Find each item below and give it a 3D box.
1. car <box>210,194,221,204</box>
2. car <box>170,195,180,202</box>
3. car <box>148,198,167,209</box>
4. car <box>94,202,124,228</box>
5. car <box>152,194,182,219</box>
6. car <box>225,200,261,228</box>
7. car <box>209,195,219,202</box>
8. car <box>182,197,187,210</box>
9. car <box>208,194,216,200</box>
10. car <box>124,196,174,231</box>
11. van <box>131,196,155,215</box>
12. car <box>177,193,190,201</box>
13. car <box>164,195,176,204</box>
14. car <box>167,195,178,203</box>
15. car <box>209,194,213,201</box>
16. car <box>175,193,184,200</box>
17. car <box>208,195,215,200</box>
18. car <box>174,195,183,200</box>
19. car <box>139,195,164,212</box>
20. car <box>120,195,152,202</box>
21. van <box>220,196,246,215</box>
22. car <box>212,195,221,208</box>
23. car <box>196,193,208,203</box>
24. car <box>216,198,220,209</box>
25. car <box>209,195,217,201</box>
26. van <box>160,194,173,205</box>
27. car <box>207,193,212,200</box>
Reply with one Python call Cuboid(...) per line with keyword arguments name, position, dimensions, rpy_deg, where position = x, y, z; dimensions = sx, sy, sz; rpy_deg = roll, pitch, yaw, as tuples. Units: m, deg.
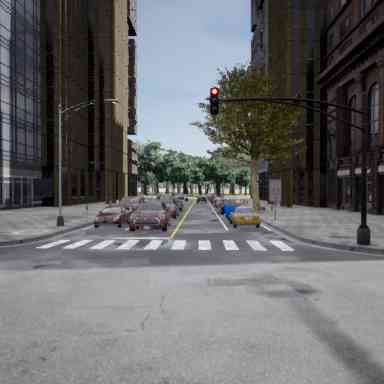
Cuboid(name="car", position=(4.157, 1.471, 50.092), dimensions=(1.887, 1.381, 4.507), rpy_deg=(-1, 0, 2))
Cuboid(name="car", position=(-3.751, 1.446, 73.026), dimensions=(1.802, 1.307, 4.206), rpy_deg=(0, 0, 2))
Cuboid(name="car", position=(-4.519, 1.491, 44.639), dimensions=(2.008, 1.369, 4.403), rpy_deg=(-1, 0, 2))
Cuboid(name="car", position=(-5.133, 1.565, 21.927), dimensions=(1.802, 1.307, 4.206), rpy_deg=(-1, 0, 2))
Cuboid(name="car", position=(-2.270, 1.324, 28.993), dimensions=(2.097, 1.767, 4.553), rpy_deg=(0, 0, 2))
Cuboid(name="car", position=(3.393, 1.508, 21.875), dimensions=(1.752, 1.417, 4.829), rpy_deg=(-1, 0, 2))
Cuboid(name="car", position=(4.771, 1.415, 72.800), dimensions=(2.008, 1.369, 4.403), rpy_deg=(0, 0, 2))
Cuboid(name="car", position=(-1.993, 1.554, 39.109), dimensions=(1.895, 1.301, 4.718), rpy_deg=(0, 0, 2))
Cuboid(name="car", position=(5.082, 1.355, 84.324), dimensions=(1.752, 1.417, 4.829), rpy_deg=(0, 0, 2))
Cuboid(name="car", position=(-2.452, 1.337, 20.183), dimensions=(2.097, 1.767, 4.553), rpy_deg=(0, 0, 0))
Cuboid(name="van", position=(-4.828, 1.306, 33.283), dimensions=(1.690, 1.788, 3.998), rpy_deg=(-1, 0, 2))
Cuboid(name="car", position=(-1.434, 1.025, 56.283), dimensions=(1.837, 1.490, 4.892), rpy_deg=(0, 0, 2))
Cuboid(name="car", position=(-4.059, 1.336, 61.671), dimensions=(1.967, 1.590, 4.097), rpy_deg=(0, 0, 2))
Cuboid(name="car", position=(-3.905, 1.425, 67.349), dimensions=(1.887, 1.381, 4.507), rpy_deg=(0, 0, 2))
Cuboid(name="car", position=(4.310, 1.462, 55.769), dimensions=(2.008, 1.369, 4.403), rpy_deg=(-1, 0, 2))
Cuboid(name="car", position=(-3.293, 1.128, 90.058), dimensions=(2.192, 1.841, 5.009), rpy_deg=(0, 0, 2))
Cuboid(name="car", position=(5.232, 1.379, 89.832), dimensions=(1.947, 1.339, 4.313), rpy_deg=(0, 0, 2))
Cuboid(name="car", position=(-3.444, 1.375, 84.381), dimensions=(1.887, 1.381, 4.507), rpy_deg=(0, 0, 2))
Cuboid(name="car", position=(-4.675, 1.269, 38.961), dimensions=(2.192, 1.841, 5.009), rpy_deg=(-1, 0, 2))
Cuboid(name="car", position=(-4.983, 1.290, 27.605), dimensions=(2.192, 1.841, 5.009), rpy_deg=(-1, 0, 2))
Cuboid(name="van", position=(3.540, 1.316, 27.383), dimensions=(1.690, 1.788, 3.998), rpy_deg=(-1, 0, 2))
Cuboid(name="car", position=(4.008, 1.466, 44.585), dimensions=(1.752, 1.417, 4.829), rpy_deg=(-1, 0, 2))
Cuboid(name="car", position=(1.926, 1.389, 65.851), dimensions=(1.837, 1.490, 4.892), rpy_deg=(0, 0, 2))
Cuboid(name="car", position=(3.696, 1.531, 33.061), dimensions=(1.947, 1.339, 4.313), rpy_deg=(-1, 0, 2))
Cuboid(name="car", position=(4.925, 1.429, 78.478), dimensions=(1.802, 1.307, 4.206), rpy_deg=(0, 0, 2))
Cuboid(name="van", position=(-4.214, 1.252, 55.993), dimensions=(1.690, 1.788, 3.998), rpy_deg=(0, 0, 2))
Cuboid(name="car", position=(4.462, 1.211, 61.446), dimensions=(2.192, 1.841, 5.009), rpy_deg=(-1, 0, 2))
